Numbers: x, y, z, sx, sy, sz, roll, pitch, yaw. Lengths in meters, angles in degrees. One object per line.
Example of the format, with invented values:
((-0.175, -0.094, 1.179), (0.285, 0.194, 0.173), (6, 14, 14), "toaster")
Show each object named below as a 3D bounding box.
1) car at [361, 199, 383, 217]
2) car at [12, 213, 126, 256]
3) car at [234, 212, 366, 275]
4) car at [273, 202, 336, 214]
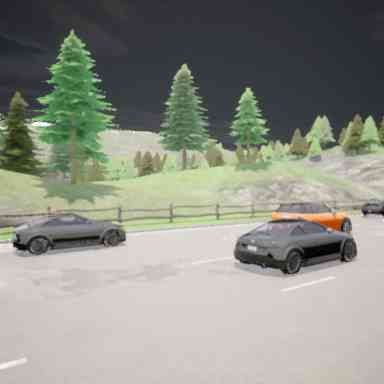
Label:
((16.380, 1.358, 28.332), (4.902, 1.511, 2.128), (0, 0, -36), "car")
((-4.777, 1.546, 13.238), (4.181, 1.385, 1.994), (0, 0, -36), "car")
((3.305, 1.525, 10.406), (4.181, 1.385, 1.994), (0, 0, -36), "car")
((5.942, 1.287, 16.586), (4.553, 1.767, 2.097), (0, 0, -36), "car")
